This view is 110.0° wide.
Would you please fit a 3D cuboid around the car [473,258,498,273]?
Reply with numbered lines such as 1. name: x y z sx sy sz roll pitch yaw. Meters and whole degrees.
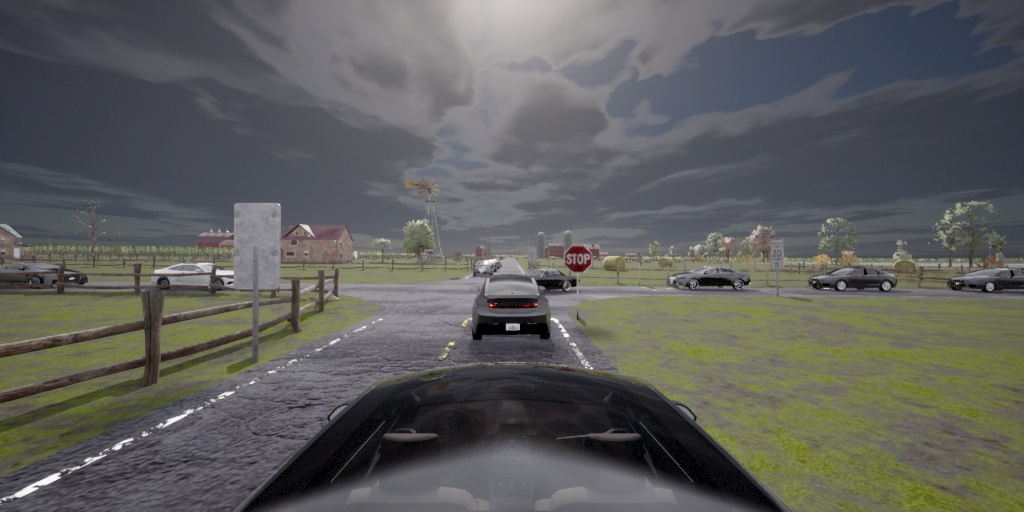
1. car: -2.882 1.243 36.691 2.128 1.511 4.902 0 0 0

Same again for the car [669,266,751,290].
1. car: 12.785 1.396 23.289 4.902 1.511 2.128 1 -1 -2

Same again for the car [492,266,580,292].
1. car: 1.488 1.369 20.053 4.718 1.301 1.895 1 0 -35

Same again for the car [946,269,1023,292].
1. car: 31.689 1.587 23.593 4.892 1.490 1.837 1 -1 -1

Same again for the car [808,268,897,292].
1. car: 22.186 1.499 23.466 4.892 1.490 1.837 1 -1 -1

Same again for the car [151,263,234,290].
1. car: -17.255 1.104 19.951 4.674 1.442 1.812 1 -1 -1

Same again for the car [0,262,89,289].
1. car: -26.375 1.048 19.823 4.181 1.385 1.994 1 -1 -1

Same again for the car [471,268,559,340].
1. car: -0.079 1.256 10.006 1.837 1.490 4.892 0 0 -2

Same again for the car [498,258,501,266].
1. car: -2.880 1.241 46.136 2.128 1.511 4.902 0 0 0
